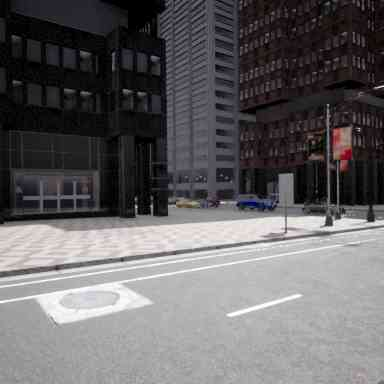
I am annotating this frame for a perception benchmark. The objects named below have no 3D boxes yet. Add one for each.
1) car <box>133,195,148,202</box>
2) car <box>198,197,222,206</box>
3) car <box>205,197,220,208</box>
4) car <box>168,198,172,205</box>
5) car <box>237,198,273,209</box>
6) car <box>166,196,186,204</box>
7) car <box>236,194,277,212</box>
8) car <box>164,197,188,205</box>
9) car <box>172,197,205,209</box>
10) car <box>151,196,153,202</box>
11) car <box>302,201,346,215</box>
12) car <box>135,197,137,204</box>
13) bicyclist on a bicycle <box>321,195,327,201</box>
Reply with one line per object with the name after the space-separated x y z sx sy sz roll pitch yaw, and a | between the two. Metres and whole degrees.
-12.655 1.622 80.906 1.967 1.590 4.097 -1 1 -36 | car
3.116 1.615 58.837 1.887 1.381 4.507 -1 1 -36 | car
2.168 1.697 50.107 1.994 1.385 4.181 -1 0 -35 | car
-4.495 1.741 59.521 1.994 1.385 4.181 -1 0 -35 | car
8.718 1.565 46.409 1.837 1.490 4.892 -1 0 -35 | car
-3.291 1.639 67.803 1.752 1.417 4.829 -1 1 -36 | car
8.006 1.319 41.909 2.150 2.045 5.566 -1 0 -36 | car
-3.038 1.685 62.791 2.033 1.411 5.357 -1 0 -35 | car
-0.570 1.702 49.333 1.752 1.417 4.829 -1 1 -36 | car
-9.501 1.598 76.492 1.967 1.590 4.097 -1 1 -36 | car
13.510 1.628 34.222 1.994 1.385 4.181 -1 0 -36 | car
-10.132 1.822 62.716 1.802 1.307 4.206 -1 1 -36 | car
17.393 1.255 43.789 1.656 1.620 0.582 -1 1 -36 | bicyclist on a bicycle
